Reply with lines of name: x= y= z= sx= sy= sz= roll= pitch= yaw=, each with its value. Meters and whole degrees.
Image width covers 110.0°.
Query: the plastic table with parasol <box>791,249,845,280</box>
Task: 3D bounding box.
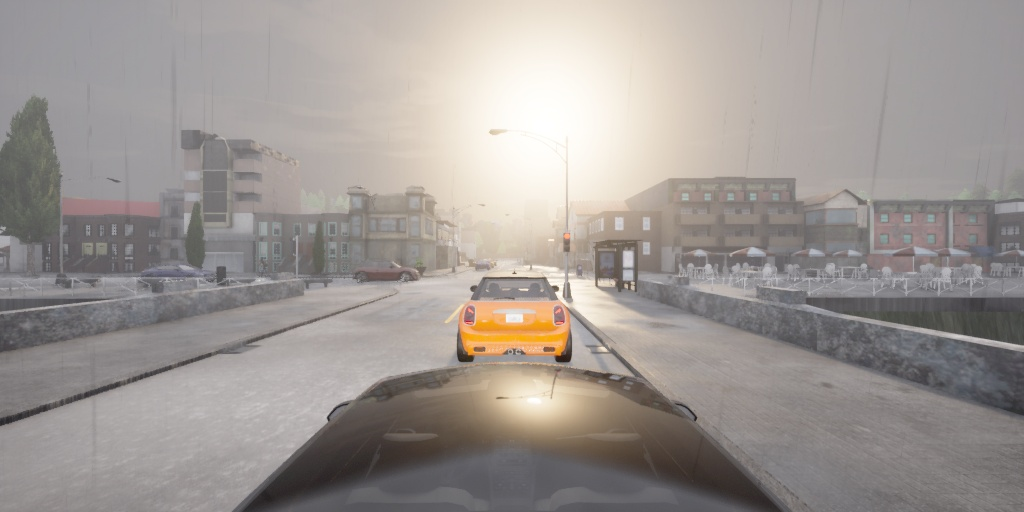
plastic table with parasol: x=22.905 y=0.675 z=27.458 sx=2.482 sy=2.480 sz=2.482 roll=0 pitch=0 yaw=0

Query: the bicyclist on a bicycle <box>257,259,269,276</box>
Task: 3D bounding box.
bicyclist on a bicycle: x=-24.013 y=1.099 z=34.562 sx=0.582 sy=1.620 sz=1.656 roll=0 pitch=0 yaw=0

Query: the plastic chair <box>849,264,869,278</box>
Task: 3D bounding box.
plastic chair: x=29.906 y=1.279 z=30.805 sx=0.750 sy=1.272 sz=0.730 roll=0 pitch=0 yaw=0

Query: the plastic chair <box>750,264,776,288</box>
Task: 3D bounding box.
plastic chair: x=15.003 y=1.279 z=21.410 sx=0.750 sy=1.272 sz=0.730 roll=0 pitch=0 yaw=0

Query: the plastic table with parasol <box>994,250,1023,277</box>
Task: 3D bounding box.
plastic table with parasol: x=46.707 y=0.675 z=33.180 sx=2.482 sy=2.480 sz=2.482 roll=0 pitch=0 yaw=0

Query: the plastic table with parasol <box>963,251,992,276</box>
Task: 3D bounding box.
plastic table with parasol: x=30.514 y=0.675 z=25.085 sx=2.482 sy=2.480 sz=2.482 roll=0 pitch=0 yaw=0

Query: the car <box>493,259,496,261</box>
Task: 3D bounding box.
car: x=-4.068 y=1.228 z=60.682 sx=1.882 sy=1.535 sz=5.008 roll=0 pitch=0 yaw=0

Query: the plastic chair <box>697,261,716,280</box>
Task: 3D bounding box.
plastic chair: x=15.805 y=1.279 z=29.210 sx=0.750 sy=1.272 sz=0.730 roll=0 pitch=0 yaw=0

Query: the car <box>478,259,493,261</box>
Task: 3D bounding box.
car: x=-4.088 y=1.228 z=51.032 sx=1.882 sy=1.535 sz=5.008 roll=0 pitch=0 yaw=0

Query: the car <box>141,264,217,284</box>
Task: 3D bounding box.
car: x=-24.215 y=1.277 z=26.165 sx=4.674 sy=1.442 sz=1.812 roll=1 pitch=0 yaw=0

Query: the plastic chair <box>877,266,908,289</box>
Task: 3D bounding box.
plastic chair: x=22.603 y=1.279 z=21.308 sx=0.730 sy=1.272 sz=0.750 roll=0 pitch=0 yaw=0

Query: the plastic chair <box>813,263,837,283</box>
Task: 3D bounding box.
plastic chair: x=22.804 y=1.279 z=26.108 sx=0.750 sy=1.272 sz=0.730 roll=0 pitch=0 yaw=0

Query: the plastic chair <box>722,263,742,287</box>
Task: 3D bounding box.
plastic chair: x=13.903 y=1.279 z=22.811 sx=0.730 sy=1.272 sz=0.750 roll=0 pitch=0 yaw=0

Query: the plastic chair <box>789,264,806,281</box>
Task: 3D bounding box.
plastic chair: x=21.705 y=1.279 z=27.508 sx=0.730 sy=1.272 sz=0.750 roll=0 pitch=0 yaw=0

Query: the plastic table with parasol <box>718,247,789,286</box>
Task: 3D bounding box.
plastic table with parasol: x=15.173 y=0.675 z=22.670 sx=2.482 sy=2.480 sz=2.482 roll=0 pitch=0 yaw=0

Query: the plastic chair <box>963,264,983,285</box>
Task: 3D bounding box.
plastic chair: x=30.504 y=1.279 z=23.805 sx=0.750 sy=1.272 sz=0.730 roll=0 pitch=0 yaw=0

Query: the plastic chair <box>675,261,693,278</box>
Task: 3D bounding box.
plastic chair: x=14.706 y=1.279 z=30.610 sx=0.730 sy=1.272 sz=0.750 roll=0 pitch=0 yaw=0

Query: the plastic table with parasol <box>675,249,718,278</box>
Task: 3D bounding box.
plastic table with parasol: x=15.926 y=0.675 z=30.490 sx=2.482 sy=2.480 sz=2.482 roll=0 pitch=0 yaw=0

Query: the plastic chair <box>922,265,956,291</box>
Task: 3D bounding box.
plastic chair: x=23.702 y=1.279 z=19.907 sx=0.750 sy=1.272 sz=0.730 roll=0 pitch=0 yaw=0

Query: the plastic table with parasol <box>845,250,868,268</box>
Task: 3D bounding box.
plastic table with parasol: x=30.236 y=0.675 z=32.175 sx=2.482 sy=2.480 sz=2.482 roll=0 pitch=0 yaw=0

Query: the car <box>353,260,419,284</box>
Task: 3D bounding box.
car: x=-9.279 y=1.101 z=26.782 sx=4.553 sy=1.767 sz=2.097 roll=0 pitch=0 yaw=-9

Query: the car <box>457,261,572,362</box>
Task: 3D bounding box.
car: x=0.062 y=1.102 z=8.353 sx=2.097 sy=1.767 sz=4.553 roll=0 pitch=0 yaw=1

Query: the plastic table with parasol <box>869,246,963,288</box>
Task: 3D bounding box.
plastic table with parasol: x=23.803 y=0.675 z=21.257 sx=2.482 sy=2.480 sz=2.482 roll=0 pitch=0 yaw=0

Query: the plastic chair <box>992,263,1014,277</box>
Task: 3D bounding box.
plastic chair: x=45.507 y=1.279 z=33.301 sx=0.730 sy=1.272 sz=0.750 roll=0 pitch=0 yaw=0
